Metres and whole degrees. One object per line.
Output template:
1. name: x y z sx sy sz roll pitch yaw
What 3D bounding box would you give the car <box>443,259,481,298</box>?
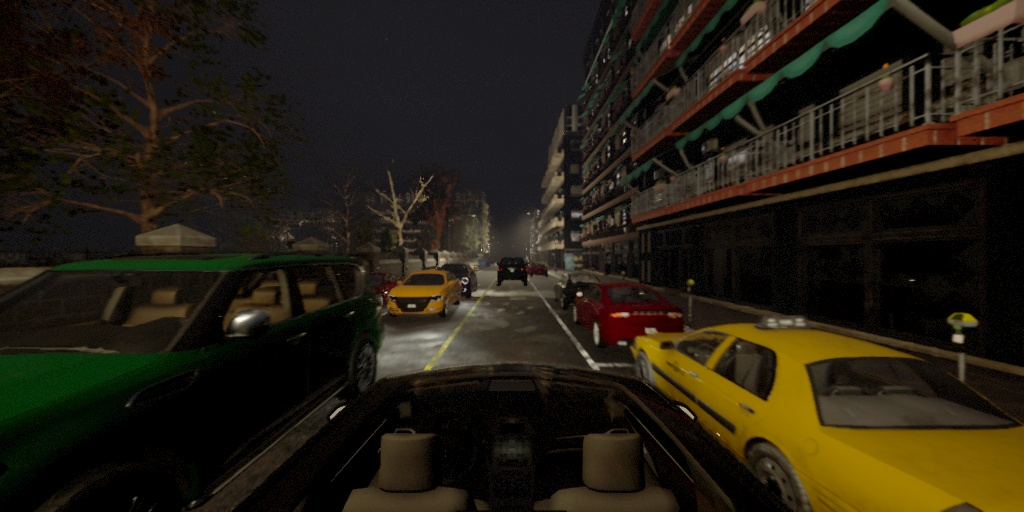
1. car: -3.006 1.165 18.841 2.097 1.767 4.553 0 0 0

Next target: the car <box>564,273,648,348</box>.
1. car: 2.688 1.322 9.170 1.888 1.381 4.507 0 0 0

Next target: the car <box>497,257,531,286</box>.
1. car: 0.030 1.067 26.745 2.150 2.045 5.566 0 0 0

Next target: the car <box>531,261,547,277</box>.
1. car: 2.680 1.427 36.846 1.888 1.381 4.507 0 0 0

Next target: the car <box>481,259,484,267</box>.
1. car: -5.705 1.500 53.449 2.007 1.370 4.403 0 0 0

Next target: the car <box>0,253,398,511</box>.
1. car: -3.103 0.978 3.532 2.150 2.045 5.566 0 0 0

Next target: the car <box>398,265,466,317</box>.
1. car: -3.092 1.271 13.518 1.882 1.535 5.008 0 0 0

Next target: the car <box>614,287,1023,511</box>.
1. car: 2.689 1.282 3.806 1.751 1.417 4.829 0 0 0

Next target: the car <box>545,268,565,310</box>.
1. car: 2.686 1.348 14.706 2.007 1.370 4.403 0 0 0
